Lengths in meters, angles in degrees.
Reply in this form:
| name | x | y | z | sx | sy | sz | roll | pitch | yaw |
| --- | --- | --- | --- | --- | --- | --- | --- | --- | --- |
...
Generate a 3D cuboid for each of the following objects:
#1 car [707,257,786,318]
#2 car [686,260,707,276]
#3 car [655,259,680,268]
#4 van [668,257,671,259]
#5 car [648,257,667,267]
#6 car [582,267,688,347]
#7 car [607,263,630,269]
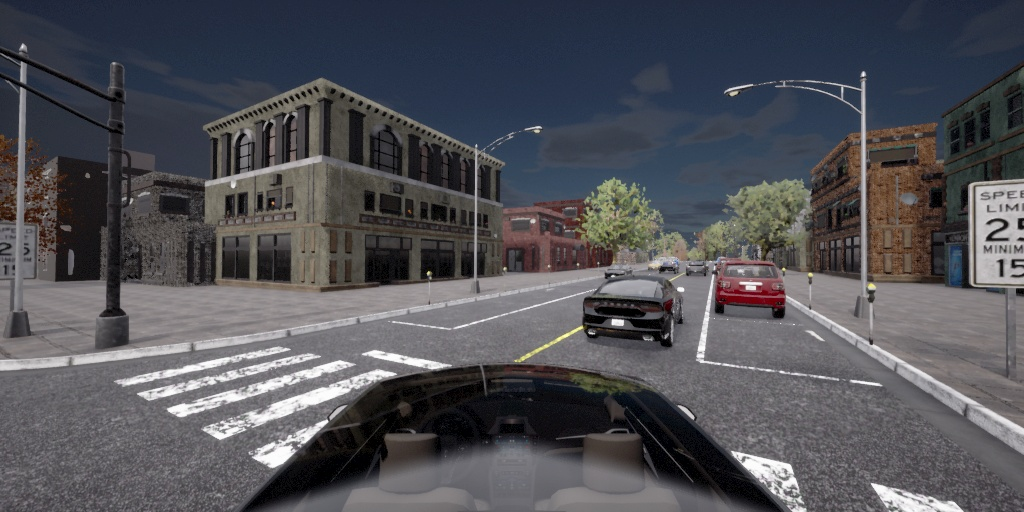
| name | x | y | z | sx | sy | sz | roll | pitch | yaw |
| --- | --- | --- | --- | --- | --- | --- | --- | --- | --- |
| car | 8.572 | 1.069 | 13.192 | 2.192 | 1.841 | 5.009 | 0 | 0 | 30 |
| car | 19.040 | 1.252 | 36.877 | 2.128 | 1.511 | 4.902 | 0 | 0 | 30 |
| car | 18.234 | 1.361 | 41.627 | 1.895 | 1.301 | 4.718 | 0 | 0 | 30 |
| van | 23.251 | 1.101 | 55.856 | 1.690 | 1.789 | 3.998 | 0 | 0 | 30 |
| car | 20.421 | 1.286 | 50.893 | 1.751 | 1.417 | 4.829 | 0 | 0 | 30 |
| car | 3.419 | 1.230 | 9.586 | 1.882 | 1.535 | 5.008 | 0 | 0 | 30 |
| car | 9.523 | 1.324 | 31.779 | 1.948 | 1.339 | 4.313 | 0 | 0 | 30 |
